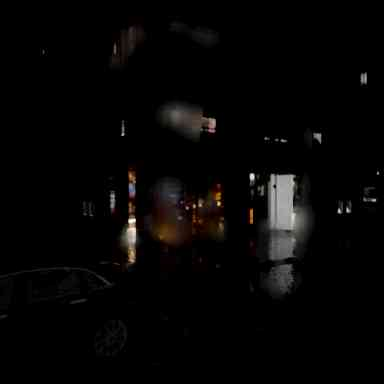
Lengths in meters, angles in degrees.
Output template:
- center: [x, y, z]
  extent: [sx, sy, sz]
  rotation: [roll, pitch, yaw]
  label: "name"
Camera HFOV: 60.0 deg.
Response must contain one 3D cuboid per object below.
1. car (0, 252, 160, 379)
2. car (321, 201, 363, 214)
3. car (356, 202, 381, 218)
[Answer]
- center: [-2.540, 1.551, 4.286]
  extent: [4.403, 1.369, 2.008]
  rotation: [0, 0, -35]
  label: "car"
- center: [17.850, 1.828, 39.738]
  extent: [1.802, 1.307, 4.206]
  rotation: [-1, 0, -35]
  label: "car"
- center: [16.000, 1.663, 32.933]
  extent: [1.882, 1.535, 5.008]
  rotation: [0, -1, -35]
  label: "car"
